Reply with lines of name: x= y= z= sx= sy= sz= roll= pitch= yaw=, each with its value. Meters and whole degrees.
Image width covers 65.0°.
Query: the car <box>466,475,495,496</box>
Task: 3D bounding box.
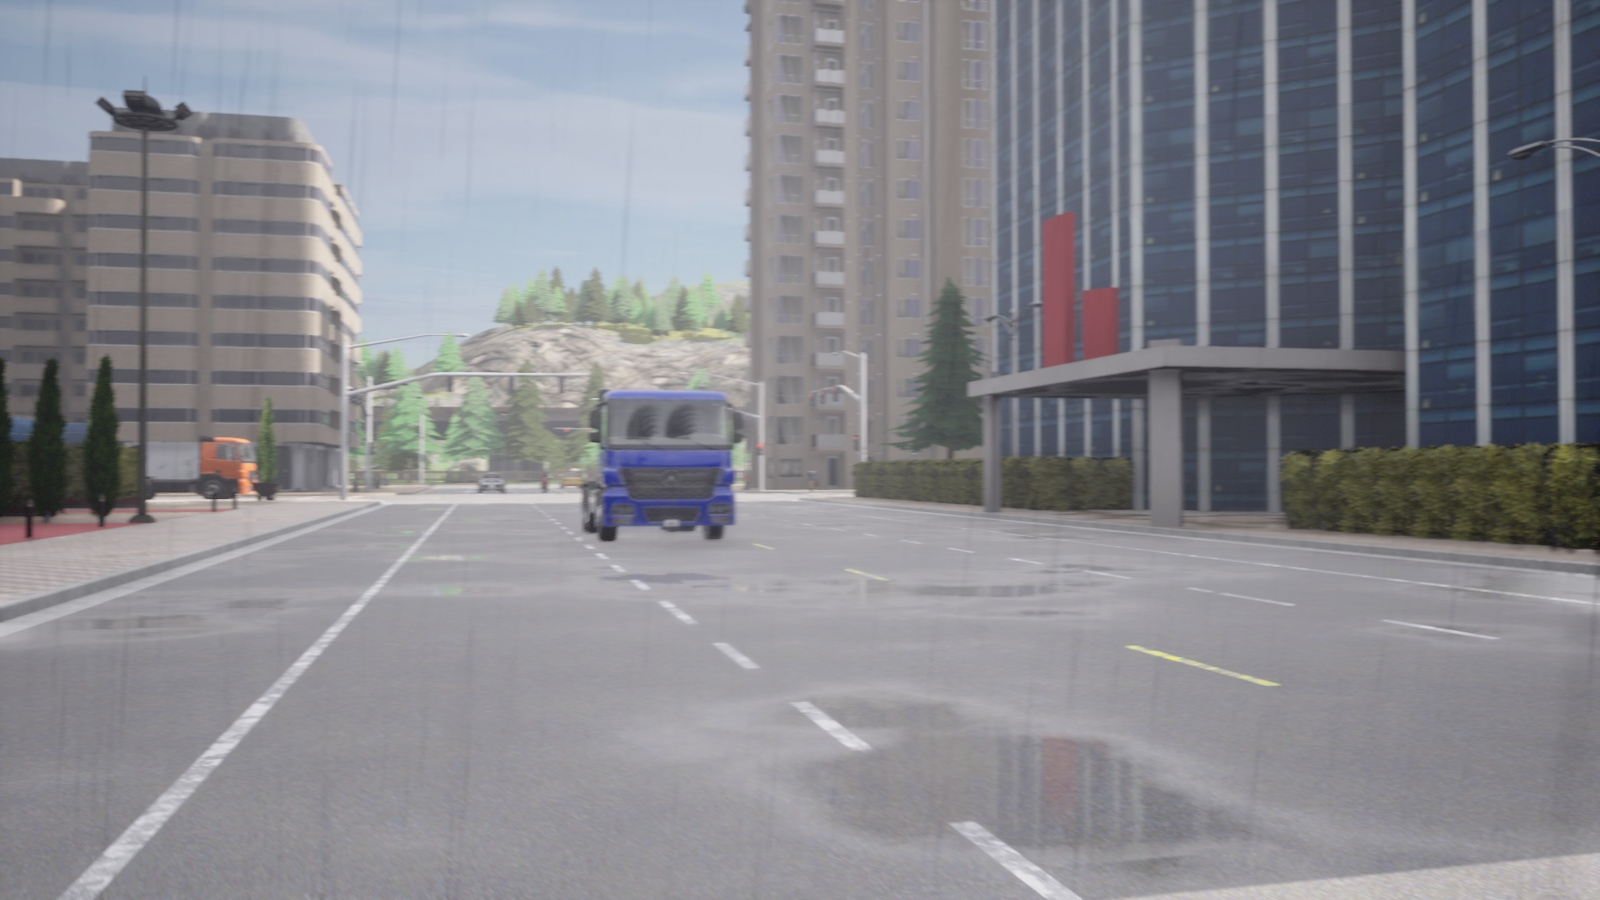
car: x=-22.747 y=2.512 z=89.451 sx=1.970 sy=1.475 sz=3.806 roll=0 pitch=-1 yaw=-14

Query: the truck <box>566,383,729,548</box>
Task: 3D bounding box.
truck: x=-3.922 y=0.386 z=30.467 sx=2.891 sy=3.462 sz=7.936 roll=0 pitch=-1 yaw=-14

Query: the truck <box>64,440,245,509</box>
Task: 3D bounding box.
truck: x=-33.483 y=1.260 z=65.473 sx=7.936 sy=3.462 sz=2.891 roll=0 pitch=-1 yaw=-14
